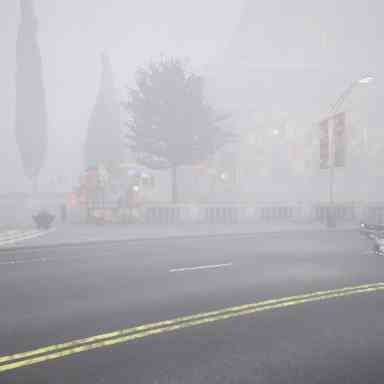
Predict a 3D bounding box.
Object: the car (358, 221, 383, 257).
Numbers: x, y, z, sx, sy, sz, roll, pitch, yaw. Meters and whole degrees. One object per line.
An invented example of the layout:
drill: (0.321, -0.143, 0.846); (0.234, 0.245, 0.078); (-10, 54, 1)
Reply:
car: (8.298, 1.492, 10.863); (4.902, 1.511, 2.128); (0, 0, -14)

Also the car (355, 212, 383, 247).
car: (10.005, 1.601, 14.886); (4.718, 1.301, 1.895); (0, 0, -12)
